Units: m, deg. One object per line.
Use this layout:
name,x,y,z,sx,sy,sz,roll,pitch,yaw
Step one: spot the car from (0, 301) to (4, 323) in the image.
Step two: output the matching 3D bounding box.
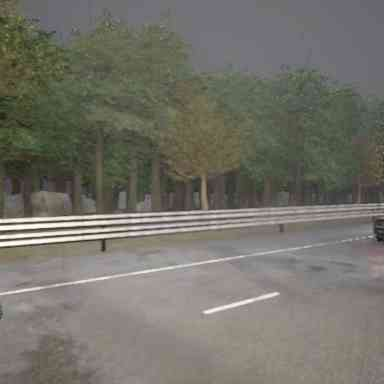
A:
car,-5.471,1.547,4.146,5.357,1.411,2.033,0,0,-35

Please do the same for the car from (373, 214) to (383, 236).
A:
car,10.249,1.509,15.345,4.892,1.490,1.837,0,0,-35

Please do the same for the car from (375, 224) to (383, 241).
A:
car,6.892,1.567,8.655,4.181,1.385,1.994,0,0,-35
